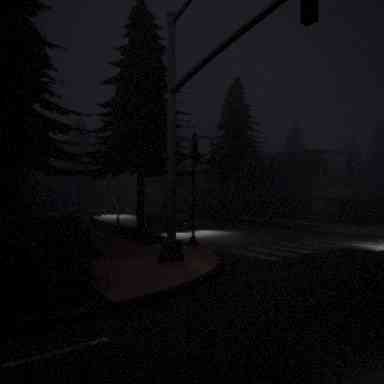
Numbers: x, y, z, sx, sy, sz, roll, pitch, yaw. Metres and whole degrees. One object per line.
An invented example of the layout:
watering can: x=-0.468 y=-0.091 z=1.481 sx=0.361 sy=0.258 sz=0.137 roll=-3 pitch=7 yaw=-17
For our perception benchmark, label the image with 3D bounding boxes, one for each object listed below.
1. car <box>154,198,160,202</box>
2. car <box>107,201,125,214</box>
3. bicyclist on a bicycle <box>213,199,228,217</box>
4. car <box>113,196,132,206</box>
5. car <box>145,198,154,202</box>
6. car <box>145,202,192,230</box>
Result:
car: x=-7.400 y=1.740 z=63.278 sx=1.994 sy=1.385 sz=4.181 roll=0 pitch=0 yaw=9
car: x=-8.968 y=1.767 z=38.965 sx=1.895 sy=1.301 sz=4.718 roll=0 pitch=0 yaw=-15
bicyclist on a bicycle: x=2.589 y=1.470 z=29.835 sx=1.656 sy=1.620 sz=0.582 roll=0 pitch=0 yaw=-29
car: x=-11.423 y=1.413 z=55.079 sx=2.128 sy=1.511 sz=4.902 roll=0 pitch=0 yaw=-1
car: x=-7.595 y=1.719 z=52.841 sx=2.033 sy=1.411 sz=5.357 roll=0 pitch=0 yaw=-3
car: x=-1.603 y=1.690 z=22.704 sx=1.812 sy=1.442 sz=4.674 roll=0 pitch=0 yaw=-31
